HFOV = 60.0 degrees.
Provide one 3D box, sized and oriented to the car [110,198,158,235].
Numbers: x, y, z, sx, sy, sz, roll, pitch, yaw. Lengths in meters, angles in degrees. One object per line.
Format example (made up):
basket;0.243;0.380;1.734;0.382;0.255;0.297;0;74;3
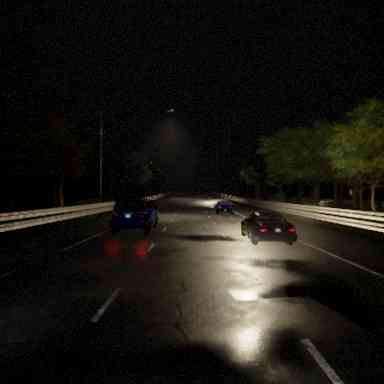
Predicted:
car;-3.402;1.388;20.328;2.150;2.045;5.566;0;0;0

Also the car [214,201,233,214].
car;3.591;1.760;38.236;1.812;1.442;4.674;0;0;0

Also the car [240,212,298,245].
car;3.596;1.684;16.434;2.033;1.411;5.357;0;0;0
